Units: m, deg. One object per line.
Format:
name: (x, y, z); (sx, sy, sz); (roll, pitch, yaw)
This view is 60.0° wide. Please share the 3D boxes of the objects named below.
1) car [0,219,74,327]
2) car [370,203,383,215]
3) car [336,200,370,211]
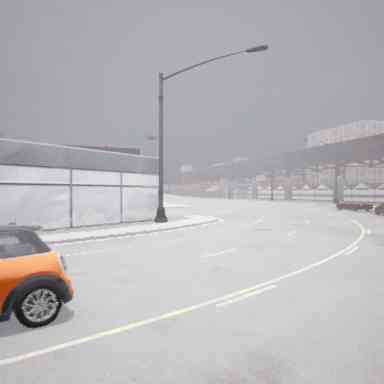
car: (-4.406, 1.352, 5.325); (4.553, 1.767, 2.097); (0, 0, -38)
car: (18.612, 1.526, 30.658); (1.812, 1.442, 4.674); (0, 0, 6)
car: (19.244, 1.601, 39.660); (1.895, 1.301, 4.718); (0, 0, -9)
